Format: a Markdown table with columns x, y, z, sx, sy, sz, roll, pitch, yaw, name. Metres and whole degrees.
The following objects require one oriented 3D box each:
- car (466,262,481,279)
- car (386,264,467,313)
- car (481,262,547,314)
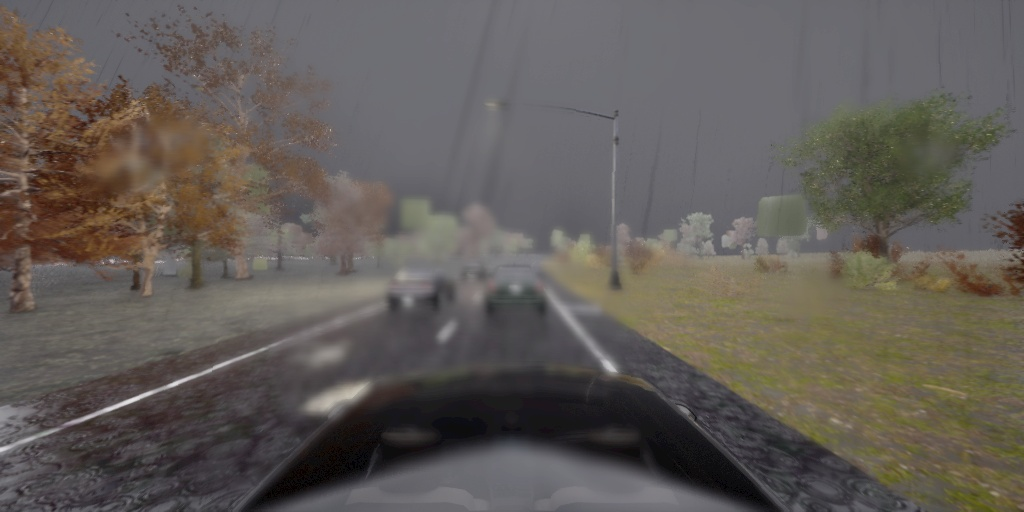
| x | y | z | sx | sy | sz | roll | pitch | yaw | name |
| --- | --- | --- | --- | --- | --- | --- | --- | --- | --- |
| -2.954 | 1.229 | 29.348 | 1.837 | 1.490 | 4.892 | 0 | 1 | 2 | car |
| -3.315 | 1.229 | 14.052 | 2.128 | 1.511 | 4.902 | 0 | 0 | 1 | car |
| 0.185 | 1.089 | 13.919 | 2.097 | 1.767 | 4.553 | 0 | 0 | 1 | car |
